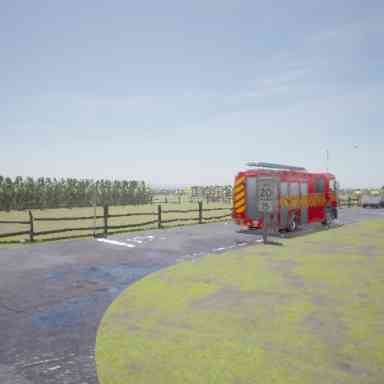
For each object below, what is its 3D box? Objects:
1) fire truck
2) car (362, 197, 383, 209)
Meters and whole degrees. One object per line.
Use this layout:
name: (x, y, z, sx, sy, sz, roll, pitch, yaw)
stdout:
fire truck: (6.123, 0.304, 20.576, 2.891, 3.827, 8.468, 1, 1, 43)
car: (24.161, 1.413, 43.913, 2.033, 1.411, 5.357, 1, 1, 44)
